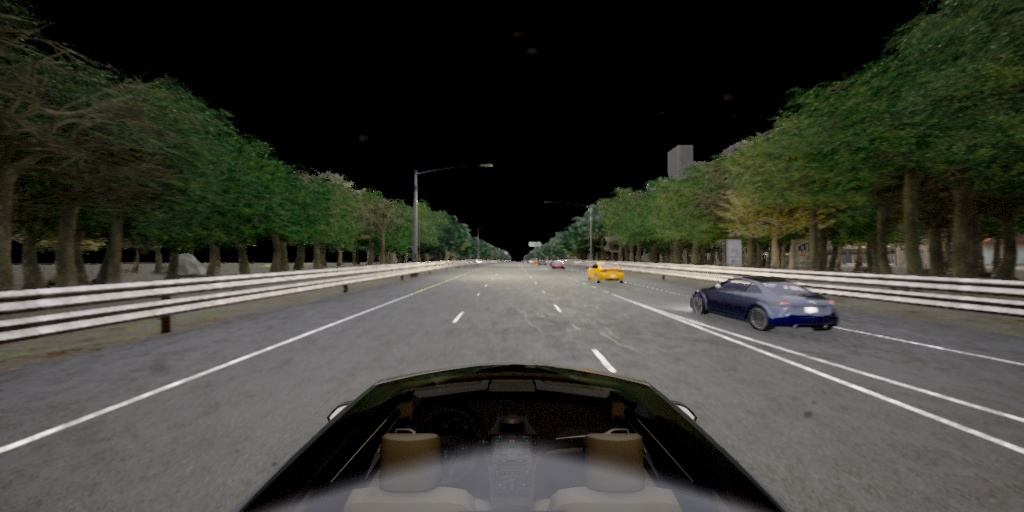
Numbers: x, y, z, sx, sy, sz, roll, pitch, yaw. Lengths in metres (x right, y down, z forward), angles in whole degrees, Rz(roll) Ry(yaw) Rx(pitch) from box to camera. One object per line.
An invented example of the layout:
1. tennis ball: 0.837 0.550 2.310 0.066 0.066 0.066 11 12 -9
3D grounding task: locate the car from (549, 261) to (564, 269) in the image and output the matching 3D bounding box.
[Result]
1. car: 7.062 1.400 56.977 1.994 1.385 4.181 0 0 0

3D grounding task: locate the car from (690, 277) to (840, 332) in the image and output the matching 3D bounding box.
1. car: 7.384 1.323 11.017 1.994 1.385 4.181 0 0 -4

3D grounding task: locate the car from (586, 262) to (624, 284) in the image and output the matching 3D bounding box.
1. car: 7.004 1.237 27.353 1.882 1.535 5.008 0 0 0
